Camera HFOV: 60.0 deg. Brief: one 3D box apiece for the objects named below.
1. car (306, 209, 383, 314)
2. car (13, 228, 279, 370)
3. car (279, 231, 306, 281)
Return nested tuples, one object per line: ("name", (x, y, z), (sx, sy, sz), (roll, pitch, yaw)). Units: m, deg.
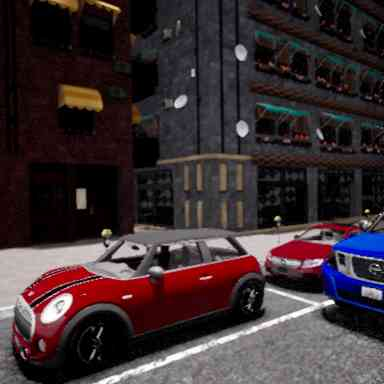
("car", (4.959, 1.159, 6.663), (5.566, 2.045, 2.150), (-1, 0, -36))
("car", (-0.720, 1.424, 5.611), (4.097, 1.590, 1.967), (-1, 0, -36))
("car", (3.779, 1.519, 8.860), (4.206, 1.307, 1.802), (-1, 0, -36))
